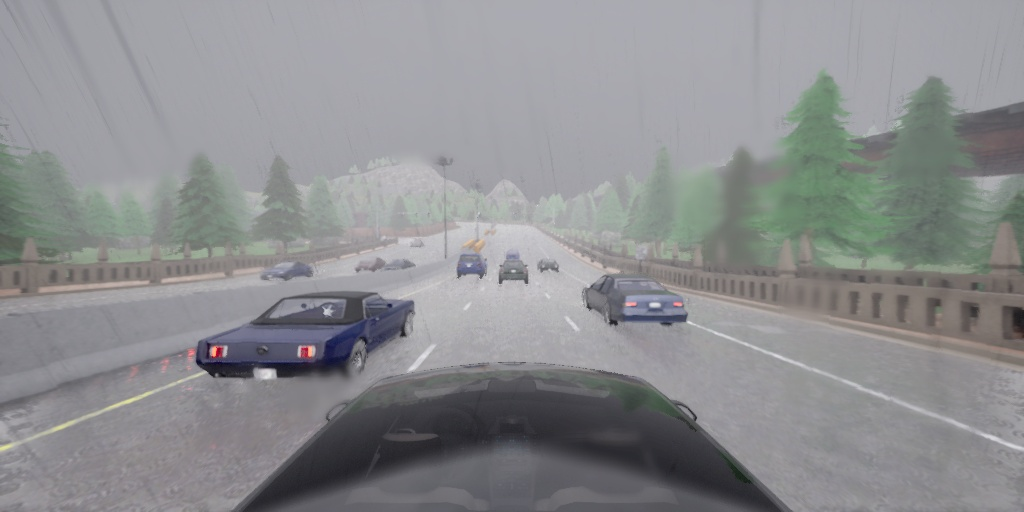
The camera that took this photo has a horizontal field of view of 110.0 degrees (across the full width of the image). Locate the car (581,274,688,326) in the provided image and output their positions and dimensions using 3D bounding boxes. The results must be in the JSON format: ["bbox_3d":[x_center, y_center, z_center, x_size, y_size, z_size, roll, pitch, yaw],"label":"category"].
[{"bbox_3d":[3.604,1.277,11.549,2.033,1.411,5.357,0,0,0],"label":"car"}]

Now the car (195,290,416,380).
[{"bbox_3d":[-3.397,1.340,7.180,1.895,1.301,4.718,0,0,0],"label":"car"}]

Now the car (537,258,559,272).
[{"bbox_3d":[3.610,0.889,36.554,1.895,1.301,4.718,0,3,0],"label":"car"}]

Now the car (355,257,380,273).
[{"bbox_3d":[-14.080,0.839,36.060,1.812,1.442,4.674,0,3,0],"label":"car"}]

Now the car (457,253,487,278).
[{"bbox_3d":[-3.391,0.770,30.957,2.150,2.045,5.566,0,2,0],"label":"car"}]

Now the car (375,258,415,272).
[{"bbox_3d":[-10.586,0.982,33.666,2.033,1.411,5.357,0,3,0],"label":"car"}]

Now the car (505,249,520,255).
[{"bbox_3d":[0.112,-0.141,47.977,1.882,1.535,5.008,0,6,0],"label":"car"}]

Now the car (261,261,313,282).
[{"bbox_3d":[-17.586,1.151,28.336,1.812,1.442,4.674,0,1,0],"label":"car"}]

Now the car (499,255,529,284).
[{"bbox_3d":[0.108,1.014,26.650,2.097,1.767,4.553,0,1,0],"label":"car"}]
